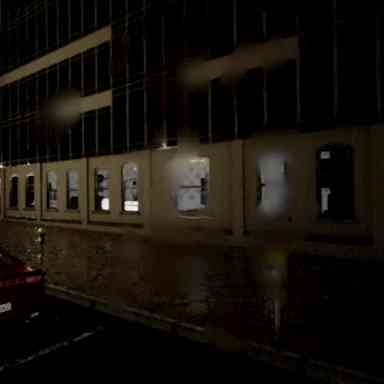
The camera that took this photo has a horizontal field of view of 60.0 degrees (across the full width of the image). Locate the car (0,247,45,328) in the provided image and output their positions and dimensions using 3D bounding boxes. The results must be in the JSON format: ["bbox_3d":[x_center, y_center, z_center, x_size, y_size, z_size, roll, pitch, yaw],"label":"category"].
[{"bbox_3d":[-4.541,1.550,6.124,4.507,1.381,1.887,0,-1,36],"label":"car"}]
